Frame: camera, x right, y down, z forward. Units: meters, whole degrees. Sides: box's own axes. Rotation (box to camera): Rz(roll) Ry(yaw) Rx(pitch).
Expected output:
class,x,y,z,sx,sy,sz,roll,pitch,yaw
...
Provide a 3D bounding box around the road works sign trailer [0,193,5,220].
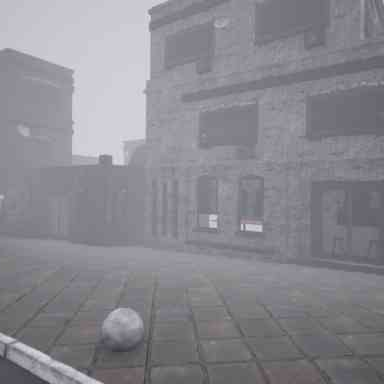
class,x,y,z,sx,sy,sz,roll,pitch,yaw
road works sign trailer,-8.721,1.014,13.173,2.880,2.380,3.560,7,-7,-41
